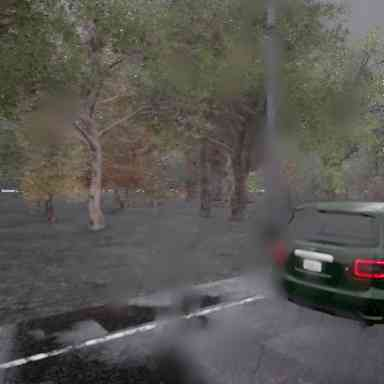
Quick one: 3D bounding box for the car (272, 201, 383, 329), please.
[{"bbox_3d":[4.014,1.199,6.614,5.566,2.045,2.150,0,0,-35],"label":"car"}]
